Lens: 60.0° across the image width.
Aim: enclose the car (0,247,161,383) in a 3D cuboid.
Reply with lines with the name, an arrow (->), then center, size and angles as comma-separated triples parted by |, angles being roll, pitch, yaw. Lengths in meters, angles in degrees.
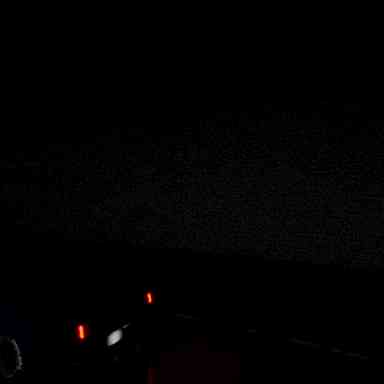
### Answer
car -> -2.954, 1.578, 5.298 | 4.718, 1.301, 1.895 | 0, 0, 28
